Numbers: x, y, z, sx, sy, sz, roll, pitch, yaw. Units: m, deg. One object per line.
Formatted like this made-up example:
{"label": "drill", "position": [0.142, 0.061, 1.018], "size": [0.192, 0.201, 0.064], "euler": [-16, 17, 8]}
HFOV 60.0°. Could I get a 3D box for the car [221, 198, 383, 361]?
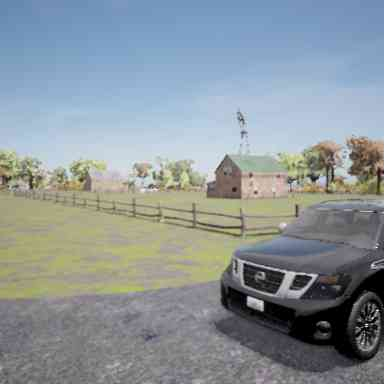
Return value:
{"label": "car", "position": [3.121, 1.172, 6.214], "size": [5.566, 2.045, 2.150], "euler": [-1, 0, -35]}
